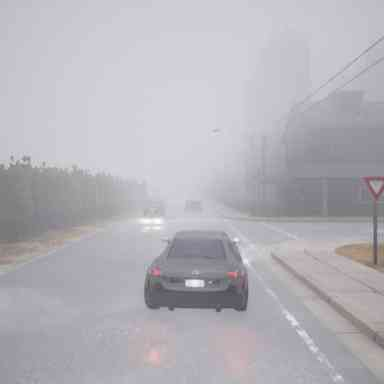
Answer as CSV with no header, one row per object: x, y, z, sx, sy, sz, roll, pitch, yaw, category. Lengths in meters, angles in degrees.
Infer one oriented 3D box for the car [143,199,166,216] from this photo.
-3.571,1.475,32.544,2.128,1.511,4.902,0,0,0,car

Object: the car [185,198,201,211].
0.114,1.457,40.661,1.882,1.535,5.008,0,0,0,car

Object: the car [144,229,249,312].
0.197,1.560,7.796,1.994,1.385,4.181,0,0,4,car
